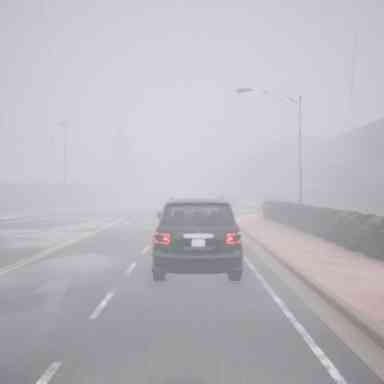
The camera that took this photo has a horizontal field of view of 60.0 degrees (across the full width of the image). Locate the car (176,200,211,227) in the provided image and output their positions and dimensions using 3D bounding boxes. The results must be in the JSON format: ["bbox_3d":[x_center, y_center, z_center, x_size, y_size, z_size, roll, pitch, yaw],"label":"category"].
[{"bbox_3d":[0.106,1.360,22.582,2.128,1.511,4.902,0,0,0],"label":"car"}]

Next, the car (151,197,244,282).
[{"bbox_3d":[0.112,1.163,9.715,2.150,2.045,5.566,0,0,0],"label":"car"}]
